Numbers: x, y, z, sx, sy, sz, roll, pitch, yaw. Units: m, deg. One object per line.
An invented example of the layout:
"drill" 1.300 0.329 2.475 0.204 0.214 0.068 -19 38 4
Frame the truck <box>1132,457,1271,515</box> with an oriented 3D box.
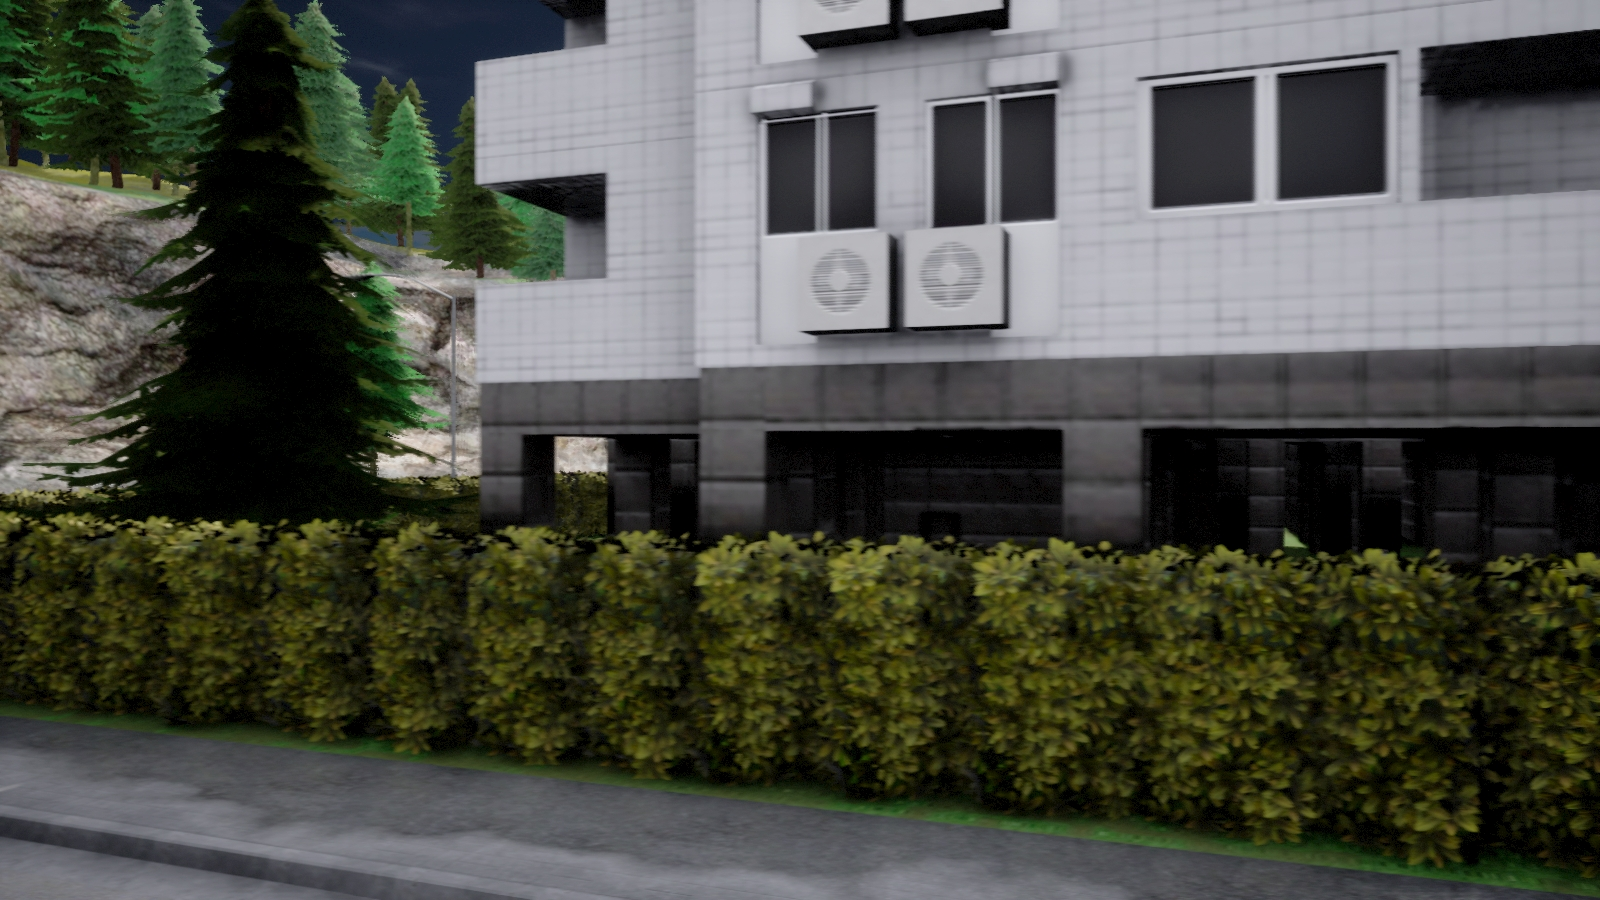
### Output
"truck" 17.652 1.547 50.446 5.204 2.467 2.627 0 0 1
